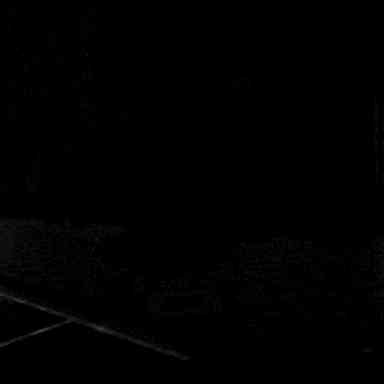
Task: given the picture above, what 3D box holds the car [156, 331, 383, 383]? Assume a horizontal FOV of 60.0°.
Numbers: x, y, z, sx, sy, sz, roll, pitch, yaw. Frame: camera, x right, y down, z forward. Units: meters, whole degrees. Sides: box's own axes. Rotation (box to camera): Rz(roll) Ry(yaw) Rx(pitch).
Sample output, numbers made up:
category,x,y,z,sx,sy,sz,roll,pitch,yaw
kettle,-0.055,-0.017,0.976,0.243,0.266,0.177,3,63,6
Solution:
category,x,y,z,sx,sy,sz,roll,pitch,yaw
car,1.628,1.547,1.799,4.403,1.369,2.008,-1,0,36
